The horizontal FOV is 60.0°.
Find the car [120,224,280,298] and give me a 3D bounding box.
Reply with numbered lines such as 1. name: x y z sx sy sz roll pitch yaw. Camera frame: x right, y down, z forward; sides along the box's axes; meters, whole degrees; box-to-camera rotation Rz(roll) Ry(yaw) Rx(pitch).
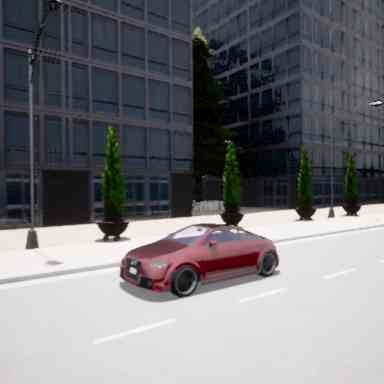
1. car: 0.312 1.535 8.539 4.181 1.385 1.994 -1 0 -36
